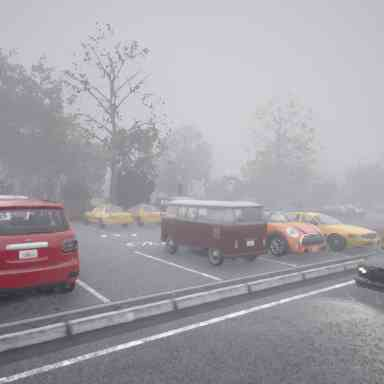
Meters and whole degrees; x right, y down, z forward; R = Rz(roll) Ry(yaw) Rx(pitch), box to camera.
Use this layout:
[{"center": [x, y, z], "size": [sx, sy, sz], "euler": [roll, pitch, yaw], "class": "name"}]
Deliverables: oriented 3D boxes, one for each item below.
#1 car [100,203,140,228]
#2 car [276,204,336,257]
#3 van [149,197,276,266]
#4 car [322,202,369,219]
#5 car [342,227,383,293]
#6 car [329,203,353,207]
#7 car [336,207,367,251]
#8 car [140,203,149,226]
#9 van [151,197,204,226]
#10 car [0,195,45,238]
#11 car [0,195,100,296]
[{"center": [-5.787, 1.516, 22.447], "size": [1.946, 1.575, 5.366], "euler": [1, 0, -36], "class": "car"}, {"center": [3.008, 1.417, 13.473], "size": [2.185, 1.767, 4.553], "euler": [1, -1, -36], "class": "car"}, {"center": [0.495, 1.280, 11.767], "size": [1.878, 1.987, 4.442], "euler": [1, 0, -36], "class": "van"}, {"center": [18.181, 2.128, 39.500], "size": [2.185, 1.767, 4.553], "euler": [2, -1, -35], "class": "car"}, {"center": [6.139, 1.609, 8.061], "size": [5.357, 1.411, 2.033], "euler": [1, 0, -35], "class": "car"}, {"center": [15.632, 2.190, 37.608], "size": [2.002, 1.452, 4.674], "euler": [2, -1, -36], "class": "car"}, {"center": [5.500, 1.587, 15.001], "size": [1.946, 1.575, 5.366], "euler": [1, -1, -36], "class": "car"}, {"center": [-3.627, 1.553, 24.002], "size": [1.946, 1.575, 5.366], "euler": [1, -1, -36], "class": "car"}, {"center": [-1.181, 1.375, 25.392], "size": [1.878, 1.987, 4.442], "euler": [1, -1, -36], "class": "van"}, {"center": [-10.299, 1.210, 18.934], "size": [2.435, 2.045, 5.566], "euler": [0, 0, -36], "class": "car"}, {"center": [-4.474, 1.200, 8.071], "size": [2.435, 2.045, 5.566], "euler": [1, 0, -36], "class": "car"}]
